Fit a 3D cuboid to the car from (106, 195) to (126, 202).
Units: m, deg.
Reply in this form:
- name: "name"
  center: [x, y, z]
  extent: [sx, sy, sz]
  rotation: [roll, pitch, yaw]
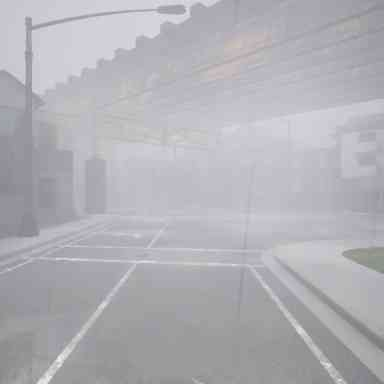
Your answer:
- name: "car"
  center: [-16.769, 1.295, 72.477]
  extent: [4.536, 1.218, 1.853]
  rotation: [0, 0, -15]

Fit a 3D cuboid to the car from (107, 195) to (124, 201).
- name: "car"
  center: [-17.482, 1.295, 76.183]
  extent: [1.853, 1.218, 4.536]
  rotation: [0, 0, 15]

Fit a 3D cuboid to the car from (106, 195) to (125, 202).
- name: "car"
  center: [-17.496, 1.453, 76.133]
  extent: [2.038, 1.542, 4.974]
  rotation: [0, 0, 15]

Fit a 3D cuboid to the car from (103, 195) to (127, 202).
- name: "car"
  center: [-16.819, 1.453, 72.464]
  extent: [4.974, 1.542, 2.038]
  rotation: [0, 0, -15]
